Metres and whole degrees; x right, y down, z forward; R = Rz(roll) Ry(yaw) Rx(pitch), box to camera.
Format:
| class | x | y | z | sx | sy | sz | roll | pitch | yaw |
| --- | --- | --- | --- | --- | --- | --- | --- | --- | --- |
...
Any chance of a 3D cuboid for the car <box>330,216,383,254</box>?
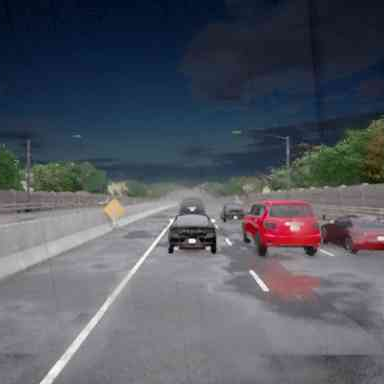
| class | x | y | z | sx | sy | sz | roll | pitch | yaw |
| --- | --- | --- | --- | --- | --- | --- | --- | --- | --- |
| car | 7.018 | 1.706 | 14.273 | 1.994 | 1.385 | 4.181 | 0 | -1 | 0 |

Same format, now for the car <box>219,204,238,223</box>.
| class | x | y | z | sx | sy | sz | roll | pitch | yaw |
| --- | --- | --- | --- | --- | --- | --- | --- | --- | --- |
| car | 3.529 | 1.842 | 29.294 | 1.837 | 1.490 | 4.892 | 0 | -1 | 0 |

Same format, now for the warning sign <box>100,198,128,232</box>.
| class | x | y | z | sx | sy | sz | roll | pitch | yaw |
| --- | --- | --- | --- | --- | --- | --- | --- | --- | --- |
| warning sign | -4.516 | 1.313 | 19.337 | 1.300 | 1.860 | 1.060 | 1 | 0 | 0 |

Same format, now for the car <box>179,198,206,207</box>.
| class | x | y | z | sx | sy | sz | roll | pitch | yaw |
| --- | --- | --- | --- | --- | --- | --- | --- | --- | --- |
| car | 0.026 | 1.547 | 29.020 | 2.150 | 2.045 | 5.566 | 0 | -1 | 0 |

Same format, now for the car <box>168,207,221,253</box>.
| class | x | y | z | sx | sy | sz | roll | pitch | yaw |
| --- | --- | --- | --- | --- | --- | --- | --- | --- | --- |
| car | 0.018 | 1.622 | 14.443 | 1.882 | 1.535 | 5.008 | 0 | 0 | 0 |

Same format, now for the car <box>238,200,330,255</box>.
| class | x | y | z | sx | sy | sz | roll | pitch | yaw |
| --- | --- | --- | --- | --- | --- | --- | --- | --- | --- |
| car | 3.514 | 1.356 | 14.021 | 2.150 | 2.045 | 5.566 | 0 | 0 | 0 |

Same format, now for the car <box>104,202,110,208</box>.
| class | x | y | z | sx | sy | sz | roll | pitch | yaw |
| --- | --- | --- | --- | --- | --- | --- | --- | --- | --- |
| car | -17.439 | 2.727 | 70.986 | 1.895 | 1.301 | 4.718 | 0 | -1 | 0 |

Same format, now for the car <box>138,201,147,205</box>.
| class | x | y | z | sx | sy | sz | roll | pitch | yaw |
| --- | --- | --- | --- | --- | --- | --- | --- | --- | --- |
| car | -10.439 | 2.657 | 71.012 | 2.128 | 1.511 | 4.902 | 0 | -1 | 0 |

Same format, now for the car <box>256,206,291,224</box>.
| class | x | y | z | sx | sy | sz | roll | pitch | yaw |
| --- | --- | --- | --- | --- | --- | --- | --- | --- | --- |
| car | 7.027 | 1.932 | 29.083 | 1.895 | 1.301 | 4.718 | 0 | -1 | 0 |

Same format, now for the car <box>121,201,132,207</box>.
| class | x | y | z | sx | sy | sz | roll | pitch | yaw |
| --- | --- | --- | --- | --- | --- | --- | --- | --- | --- |
| car | -13.939 | 2.632 | 71.015 | 1.837 | 1.490 | 4.892 | 0 | -1 | 0 |
